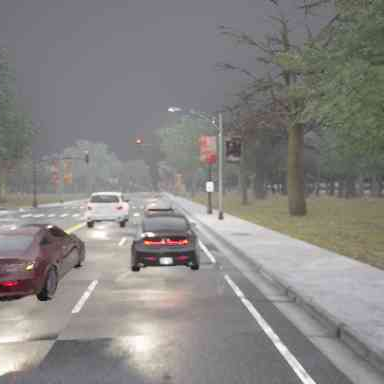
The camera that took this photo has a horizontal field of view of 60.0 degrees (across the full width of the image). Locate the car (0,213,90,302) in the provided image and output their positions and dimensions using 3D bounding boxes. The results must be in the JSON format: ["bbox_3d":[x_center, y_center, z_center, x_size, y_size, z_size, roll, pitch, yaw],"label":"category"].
[{"bbox_3d":[-3.858,1.461,7.858,1.812,1.442,4.674,0,0,-6],"label":"car"}]

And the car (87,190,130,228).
[{"bbox_3d":[-5.180,1.041,20.943,2.150,2.045,5.566,0,1,-8],"label":"car"}]

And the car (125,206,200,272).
[{"bbox_3d":[-0.865,1.408,10.515,1.837,1.490,4.892,0,1,-6],"label":"car"}]

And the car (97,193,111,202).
[{"bbox_3d":[-15.919,1.029,60.290,1.812,1.442,4.674,0,1,-5],"label":"car"}]

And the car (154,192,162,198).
[{"bbox_3d":[-8.927,0.670,88.017,2.128,1.511,4.902,0,0,-6],"label":"car"}]

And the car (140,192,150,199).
[{"bbox_3d":[-11.096,0.832,77.325,1.882,1.535,5.008,0,0,-6],"label":"car"}]

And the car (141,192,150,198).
[{"bbox_3d":[-12.160,0.680,87.685,2.128,1.511,4.902,0,0,-6],"label":"car"}]

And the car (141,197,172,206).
[{"bbox_3d":[-2.019,1.305,20.783,2.128,1.511,4.902,0,1,-6],"label":"car"}]

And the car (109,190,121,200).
[{"bbox_3d":[-17.461,0.609,75.673,2.150,2.045,5.566,0,0,-6],"label":"car"}]

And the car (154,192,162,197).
[{"bbox_3d":[-7.862,0.883,77.658,2.033,1.411,5.357,0,0,-6],"label":"car"}]
